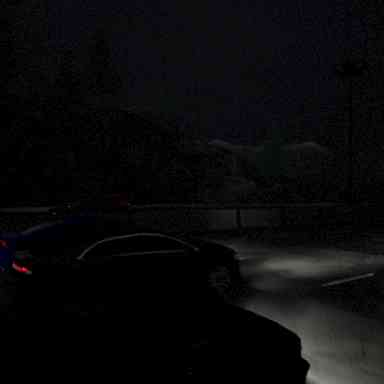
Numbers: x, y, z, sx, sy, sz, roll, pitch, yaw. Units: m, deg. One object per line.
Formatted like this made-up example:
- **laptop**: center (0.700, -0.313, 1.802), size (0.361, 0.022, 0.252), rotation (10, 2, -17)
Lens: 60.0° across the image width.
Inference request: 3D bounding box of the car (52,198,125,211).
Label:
- **car**: center (-7.698, 1.434, 23.884), size (5.008, 1.535, 1.882), rotation (0, 0, -32)

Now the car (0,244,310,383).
- **car**: center (-1.379, 1.541, 2.715), size (5.357, 1.411, 2.033), rotation (0, 0, -35)

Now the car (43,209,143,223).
- **car**: center (-2.994, 1.459, 10.025), size (5.008, 1.535, 1.882), rotation (0, 0, -34)

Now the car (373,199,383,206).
- **car**: center (28.904, 1.567, 48.200), size (5.357, 1.411, 2.033), rotation (0, 0, -17)

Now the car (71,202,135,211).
- **car**: center (-4.975, 1.566, 21.499), size (4.718, 1.301, 1.895), rotation (0, 0, -32)

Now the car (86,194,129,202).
- **car**: center (-7.917, 1.174, 27.892), size (5.566, 2.045, 2.150), rotation (0, 0, -32)

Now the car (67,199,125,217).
- **car**: center (-9.002, 1.451, 31.303), size (4.892, 1.490, 1.837), rotation (0, 0, -31)

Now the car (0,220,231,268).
- **car**: center (-1.138, 1.481, 7.053), size (4.902, 1.511, 2.128), rotation (0, 0, -34)
